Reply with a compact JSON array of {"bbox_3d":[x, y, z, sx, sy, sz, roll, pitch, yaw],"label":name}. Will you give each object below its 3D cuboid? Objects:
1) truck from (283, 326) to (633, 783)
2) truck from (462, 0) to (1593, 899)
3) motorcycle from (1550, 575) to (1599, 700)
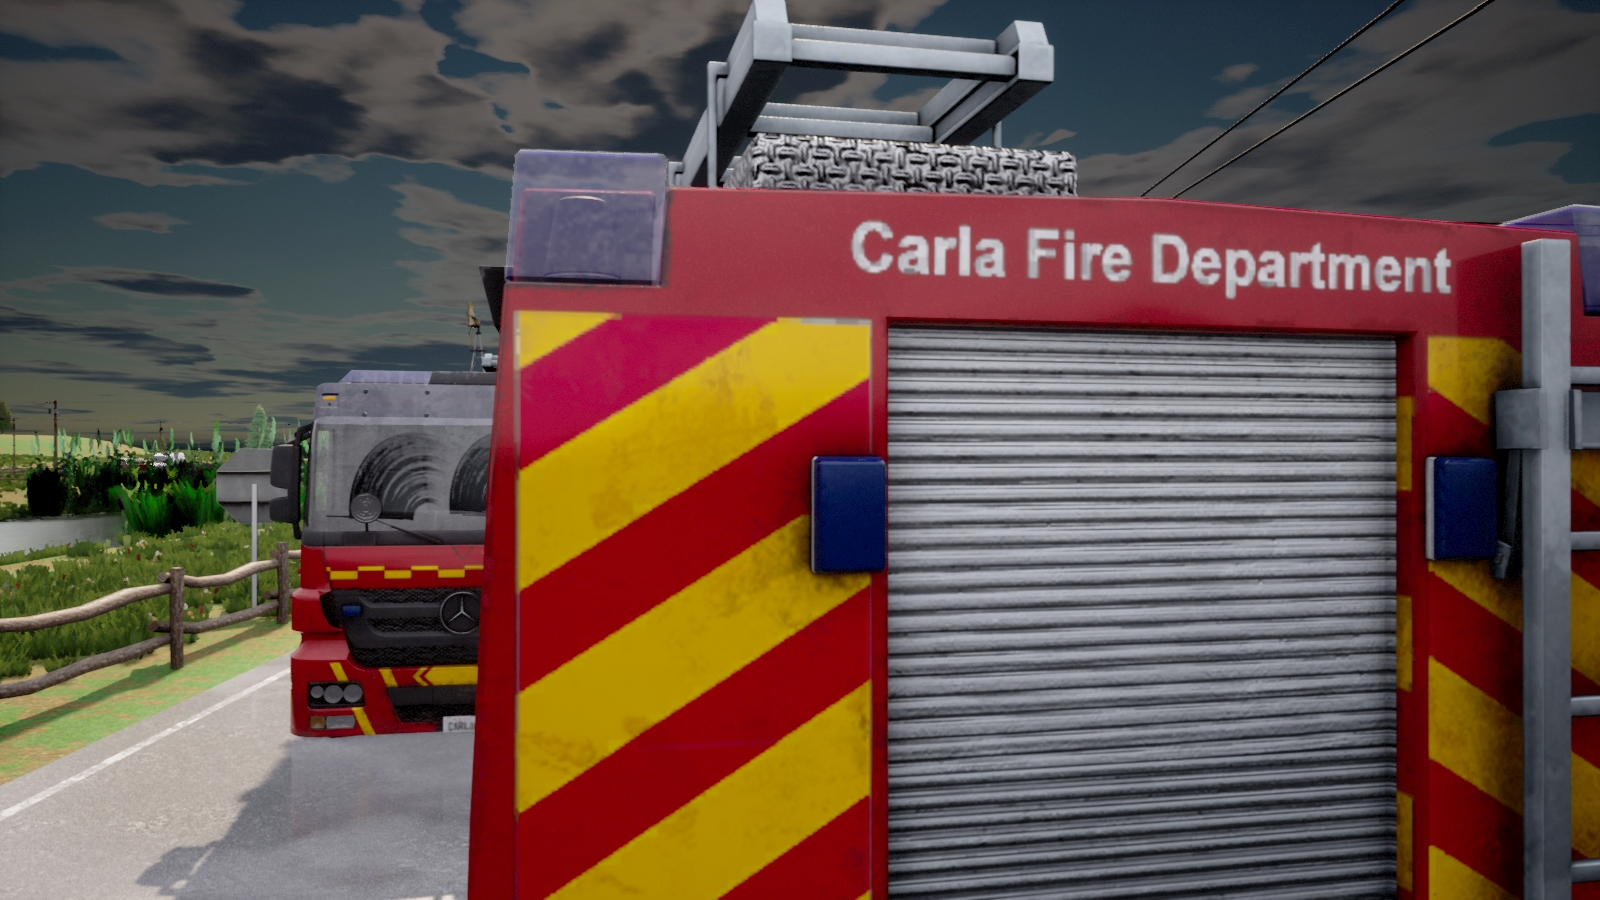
[{"bbox_3d":[-3.870,0.861,14.022,2.891,3.827,8.468,0,0,-13],"label":"truck"},{"bbox_3d":[-0.201,0.864,6.870,2.891,3.827,8.468,0,0,-12],"label":"truck"},{"bbox_3d":[9.832,2.142,13.214,1.805,1.316,0.856,0,0,-7],"label":"motorcycle"}]
